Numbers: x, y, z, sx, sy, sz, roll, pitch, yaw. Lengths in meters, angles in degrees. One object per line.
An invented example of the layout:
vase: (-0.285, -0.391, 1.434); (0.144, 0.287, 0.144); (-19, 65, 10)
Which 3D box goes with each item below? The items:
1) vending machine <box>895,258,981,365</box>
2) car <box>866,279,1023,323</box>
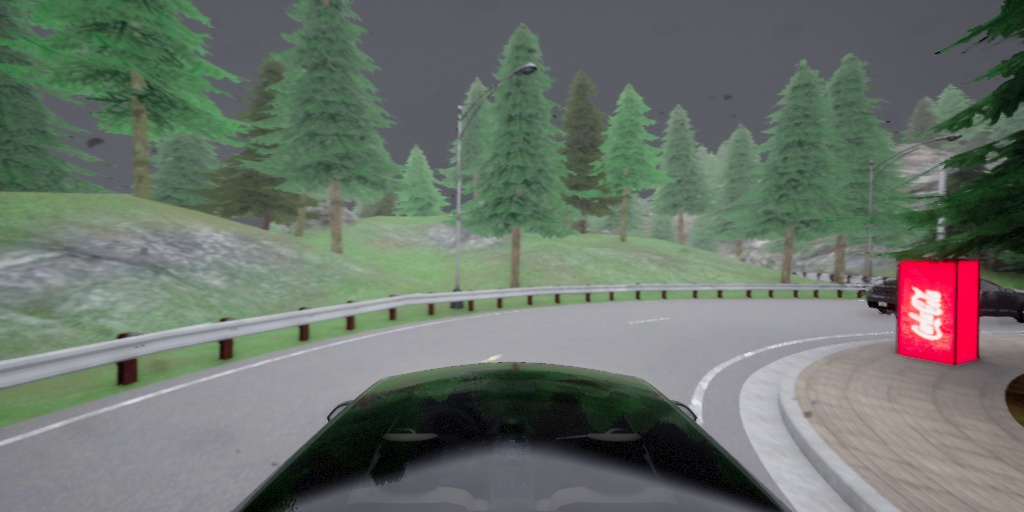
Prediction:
vending machine: (8.195, 1.037, 6.926); (0.880, 2.100, 1.100); (0, 0, -25)
car: (15.250, 1.446, 12.451); (4.892, 1.490, 1.837); (1, -1, -1)
